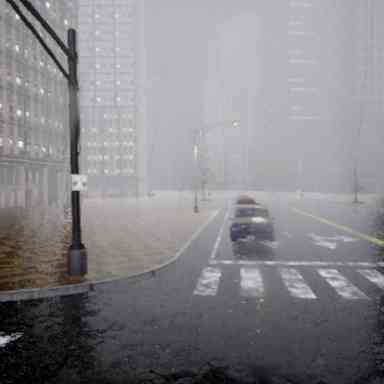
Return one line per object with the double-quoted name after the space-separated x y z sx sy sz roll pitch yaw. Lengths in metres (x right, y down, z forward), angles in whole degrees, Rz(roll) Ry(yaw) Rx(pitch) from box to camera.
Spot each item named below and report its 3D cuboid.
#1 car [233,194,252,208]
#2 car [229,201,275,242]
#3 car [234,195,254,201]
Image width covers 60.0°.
6.075 1.054 40.199 2.033 1.411 5.357 -1 1 8 "car"
2.832 1.368 15.648 2.033 1.411 5.357 -1 1 11 "car"
4.149 1.221 25.580 1.812 1.442 4.674 -1 1 8 "car"
